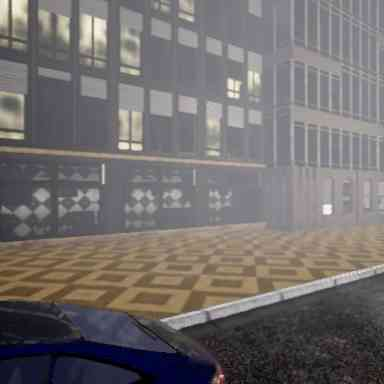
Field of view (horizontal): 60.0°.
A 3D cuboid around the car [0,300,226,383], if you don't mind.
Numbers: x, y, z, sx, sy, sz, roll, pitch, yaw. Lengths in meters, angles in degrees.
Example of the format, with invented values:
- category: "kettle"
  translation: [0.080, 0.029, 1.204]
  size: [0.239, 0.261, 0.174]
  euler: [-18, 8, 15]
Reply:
- category: "car"
  translation: [-1.721, 1.562, 2.105]
  size: [4.181, 1.385, 1.994]
  euler: [1, 0, -35]
